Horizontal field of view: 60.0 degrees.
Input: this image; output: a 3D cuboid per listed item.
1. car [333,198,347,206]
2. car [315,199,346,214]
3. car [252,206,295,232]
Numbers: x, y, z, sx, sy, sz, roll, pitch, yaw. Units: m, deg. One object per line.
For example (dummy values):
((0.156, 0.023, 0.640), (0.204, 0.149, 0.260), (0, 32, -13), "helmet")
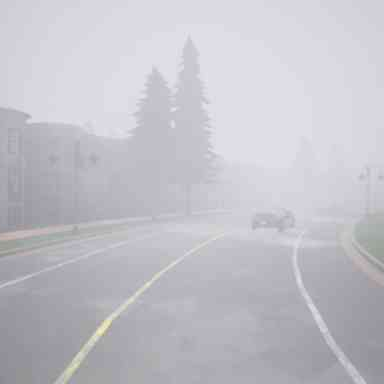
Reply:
((22.804, 1.756, 52.357), (2.128, 1.511, 4.902), (0, 0, 42), "car")
((15.686, 1.800, 37.972), (1.895, 1.301, 4.718), (0, 0, 37), "car")
((5.121, 1.604, 20.757), (1.812, 1.442, 4.674), (0, 0, 28), "car")
